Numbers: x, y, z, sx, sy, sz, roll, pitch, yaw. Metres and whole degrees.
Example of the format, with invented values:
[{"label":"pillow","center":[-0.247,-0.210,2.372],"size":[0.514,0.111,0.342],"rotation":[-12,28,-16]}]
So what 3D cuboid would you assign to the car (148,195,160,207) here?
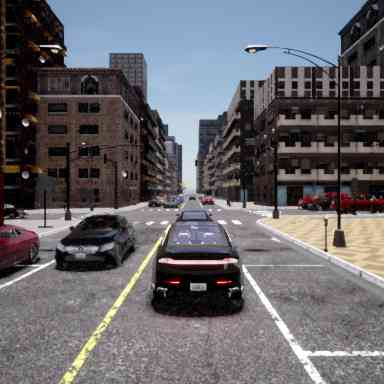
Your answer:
[{"label":"car","center":[-5.624,1.581,51.223],"size":[1.947,1.339,4.313],"rotation":[0,0,0]}]

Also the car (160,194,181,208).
[{"label":"car","center":[-3.003,1.365,48.170],"size":[2.097,1.767,4.553],"rotation":[0,0,0]}]

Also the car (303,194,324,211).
[{"label":"car","center":[14.609,1.231,34.941],"size":[4.674,1.442,1.812],"rotation":[-1,0,0]}]

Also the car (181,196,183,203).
[{"label":"car","center":[-3.005,1.620,58.103],"size":[1.895,1.301,4.718],"rotation":[0,0,0]}]

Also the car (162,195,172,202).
[{"label":"car","center":[-5.595,1.471,73.953],"size":[1.967,1.590,4.097],"rotation":[0,0,0]}]

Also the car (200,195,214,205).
[{"label":"car","center":[2.763,1.458,56.897],"size":[1.967,1.590,4.097],"rotation":[0,0,0]}]

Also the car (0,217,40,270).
[{"label":"car","center":[-5.730,1.582,9.199],"size":[1.802,1.307,4.206],"rotation":[0,0,0]}]

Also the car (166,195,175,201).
[{"label":"car","center":[-5.580,1.481,85.318],"size":[1.967,1.590,4.097],"rotation":[0,0,0]}]

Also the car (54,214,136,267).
[{"label":"car","center":[-3.088,1.525,11.570],"size":[1.812,1.442,4.674],"rotation":[0,0,0]}]

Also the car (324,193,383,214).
[{"label":"car","center":[14.731,1.029,29.134],"size":[5.009,1.841,2.192],"rotation":[-1,1,0]}]

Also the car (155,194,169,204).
[{"label":"car","center":[-5.610,1.337,62.588],"size":[2.192,1.841,5.009],"rotation":[0,0,0]}]

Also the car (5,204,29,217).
[{"label":"car","center":[-18.130,1.806,31.496],"size":[4.902,1.511,2.128],"rotation":[-1,0,0]}]

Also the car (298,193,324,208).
[{"label":"car","center":[14.608,1.015,37.512],"size":[5.009,1.841,2.192],"rotation":[-1,1,0]}]

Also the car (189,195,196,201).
[{"label":"car","center":[0.118,1.598,90.083],"size":[1.994,1.385,4.181],"rotation":[0,0,0]}]

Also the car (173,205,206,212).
[{"label":"car","center":[0.121,1.565,17.020],"size":[1.994,1.385,4.181],"rotation":[0,0,0]}]

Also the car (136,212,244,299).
[{"label":"car","center":[0.113,1.491,8.405],"size":[2.128,1.511,4.902],"rotation":[0,0,0]}]

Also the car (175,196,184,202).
[{"label":"car","center":[-2.898,1.572,79.039],"size":[2.033,1.411,5.357],"rotation":[0,0,0]}]
